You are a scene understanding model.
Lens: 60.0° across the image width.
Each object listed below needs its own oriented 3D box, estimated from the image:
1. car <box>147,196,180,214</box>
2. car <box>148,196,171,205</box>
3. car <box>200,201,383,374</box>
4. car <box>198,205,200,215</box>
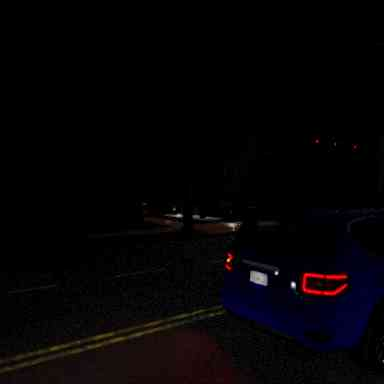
[{"bbox_3d":[-3.157,1.490,35.628,2.128,1.511,4.902,0,0,-34],"label":"car"},{"bbox_3d":[-5.729,1.474,58.446,1.882,1.535,5.008,0,0,-34],"label":"car"},{"bbox_3d":[3.065,1.223,5.852,5.566,2.045,2.150,0,0,-35],"label":"car"},{"bbox_3d":[2.431,1.481,27.369,1.882,1.535,5.008,0,0,-34],"label":"car"}]
